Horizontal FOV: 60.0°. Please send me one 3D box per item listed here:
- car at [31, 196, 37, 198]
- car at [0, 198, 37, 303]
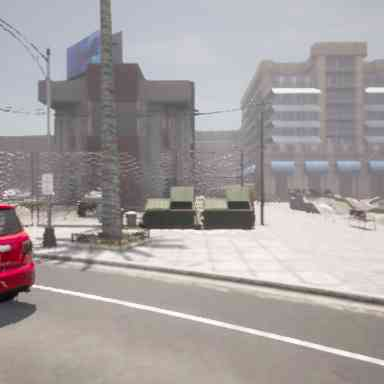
[{"bbox_3d":[-18.577,1.230,40.722,4.674,1.452,2.002,0,0,0],"label":"car"},{"bbox_3d":[-5.634,1.195,6.597,5.566,2.045,2.150,0,0,27],"label":"car"}]
